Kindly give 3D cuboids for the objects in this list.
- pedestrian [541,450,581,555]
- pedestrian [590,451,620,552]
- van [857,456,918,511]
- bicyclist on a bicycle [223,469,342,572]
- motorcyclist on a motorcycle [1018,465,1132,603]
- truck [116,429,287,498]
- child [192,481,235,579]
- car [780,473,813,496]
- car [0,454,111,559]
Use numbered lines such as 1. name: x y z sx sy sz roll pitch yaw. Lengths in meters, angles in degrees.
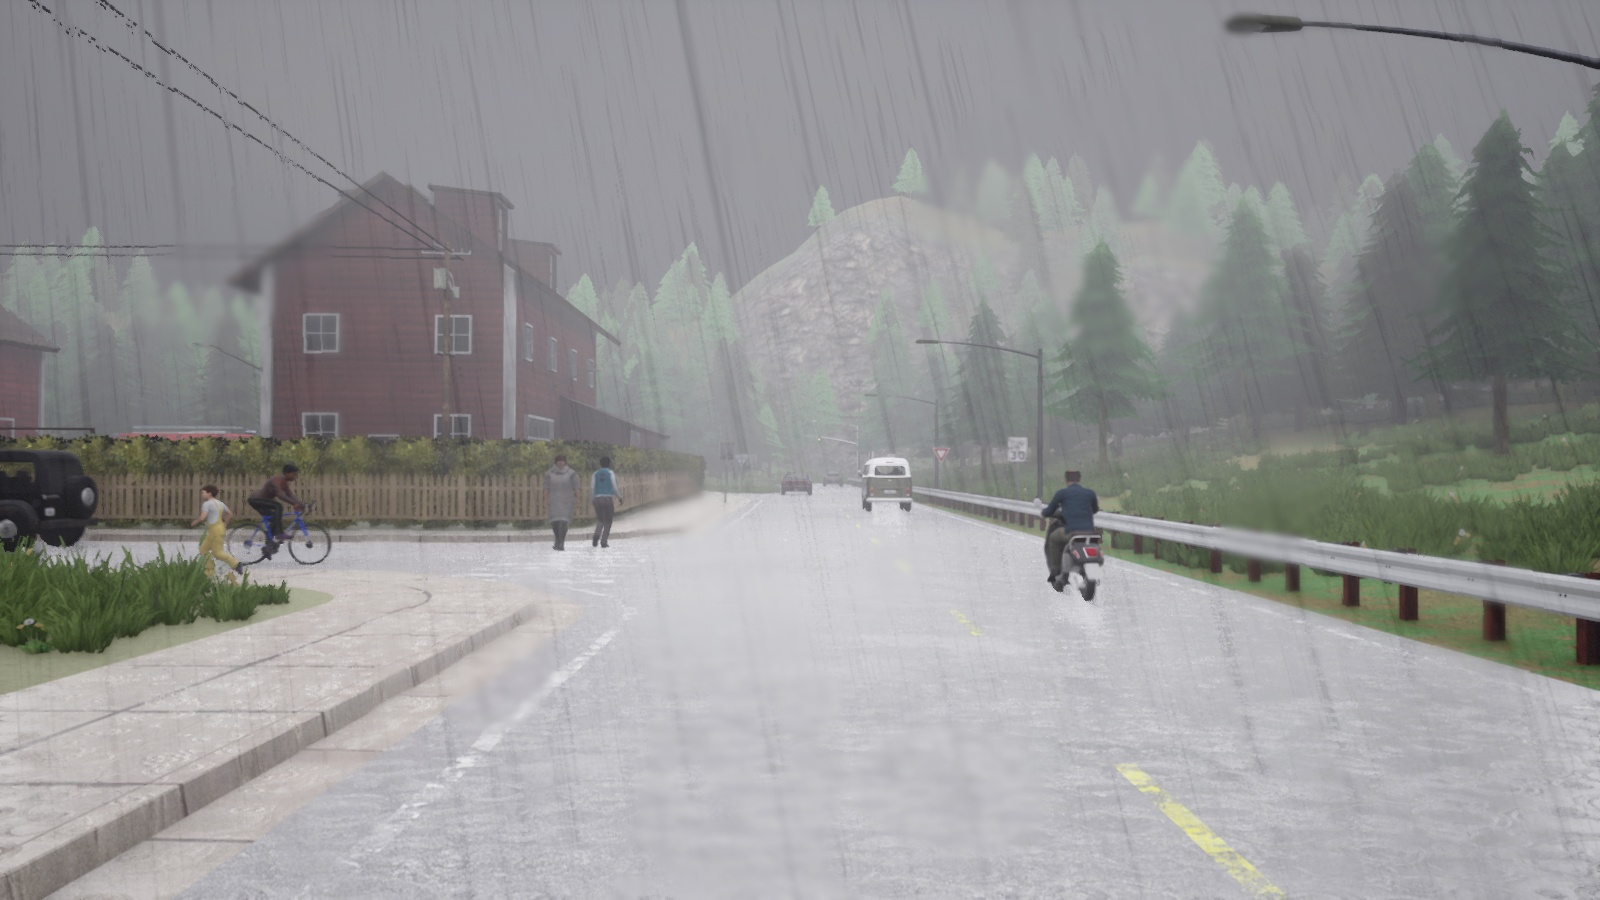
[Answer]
1. pedestrian: -4.557 0.993 23.955 0.659 1.952 0.873 0 -1 -5
2. pedestrian: -3.785 0.997 24.391 0.396 1.930 0.692 0 -1 9
3. van: 3.371 1.295 49.159 2.069 2.038 4.480 0 -1 0
4. bicyclist on a bicycle: -8.262 1.114 20.093 1.656 1.620 0.582 0 -1 -2
5. motorcyclist on a motorcycle: 3.369 0.998 15.550 0.866 1.590 1.817 -1 -1 -4
6. truck: -34.424 0.784 72.452 8.468 3.827 2.891 0 -1 0
7. child: -7.667 1.037 16.426 0.437 1.263 0.270 0 -1 -7
8. car: -0.187 2.029 75.187 1.895 1.301 4.718 0 -1 0
9. car: -15.415 1.041 23.606 3.866 1.878 1.905 0 -1 -1
